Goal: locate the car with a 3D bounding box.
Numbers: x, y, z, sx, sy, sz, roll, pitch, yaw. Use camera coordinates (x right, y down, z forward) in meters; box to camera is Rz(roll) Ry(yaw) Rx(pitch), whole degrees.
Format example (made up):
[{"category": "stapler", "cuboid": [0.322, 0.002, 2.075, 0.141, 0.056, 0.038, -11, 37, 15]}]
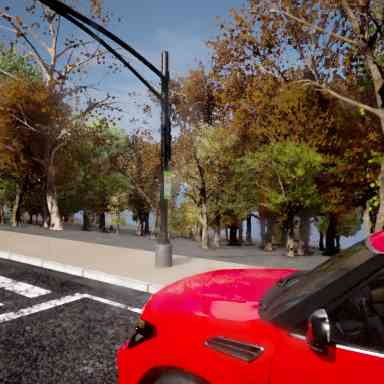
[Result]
[{"category": "car", "cuboid": [1.998, 1.222, 2.288, 5.566, 2.045, 2.150, 0, 0, 34]}]
